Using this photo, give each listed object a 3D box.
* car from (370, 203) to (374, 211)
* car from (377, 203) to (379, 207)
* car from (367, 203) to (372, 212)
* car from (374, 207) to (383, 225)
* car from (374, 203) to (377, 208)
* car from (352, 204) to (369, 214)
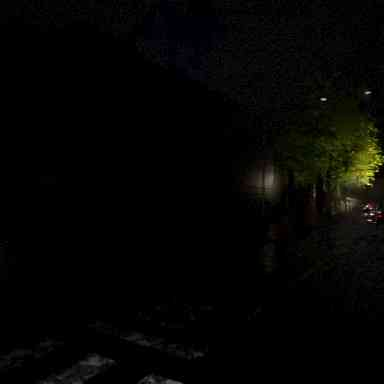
[{"bbox_3d":[36.161,3.476,69.486,1.947,1.339,4.313,1,-1,32],"label":"car"},{"bbox_3d":[44.808,3.655,83.364,2.192,1.841,5.009,1,-1,32],"label":"car"},{"bbox_3d":[33.280,3.323,64.862,2.008,1.369,4.403,1,-1,32],"label":"car"},{"bbox_3d":[18.568,2.395,31.272,1.994,1.385,4.181,-1,-2,33],"label":"car"},{"bbox_3d":[41.921,3.776,78.735,1.802,1.307,4.206,1,-1,32],"label":"car"},{"bbox_3d":[29.486,3.145,58.821,2.008,1.369,4.403,1,-1,32],"label":"car"}]
